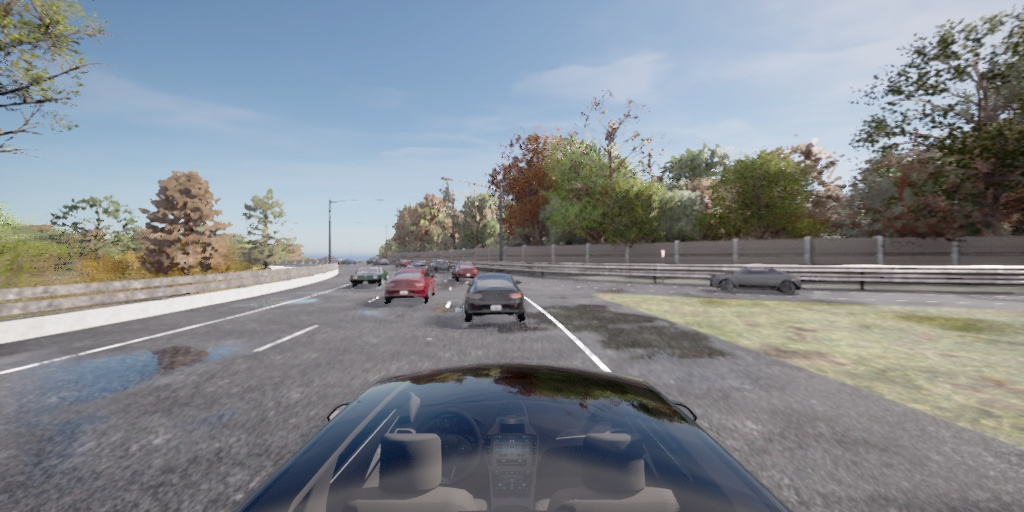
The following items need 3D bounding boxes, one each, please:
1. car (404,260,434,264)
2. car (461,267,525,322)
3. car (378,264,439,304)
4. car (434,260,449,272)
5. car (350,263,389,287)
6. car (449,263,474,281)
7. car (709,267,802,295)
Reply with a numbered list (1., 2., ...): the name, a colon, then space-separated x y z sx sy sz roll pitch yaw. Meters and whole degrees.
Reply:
1. car: -9.578 1.287 36.722 2.128 1.511 4.902 0 0 -18
2. car: -0.630 1.281 12.307 1.812 1.442 4.674 0 0 -5
3. car: -4.603 1.297 16.558 1.812 1.442 4.674 0 0 -8
4. car: -9.212 1.288 45.505 2.128 1.511 4.902 0 0 -23
5. car: -9.771 1.393 24.898 1.895 1.301 4.718 0 0 -13
6. car: -3.951 1.299 29.962 1.812 1.442 4.674 0 0 -15
7. car: 13.119 1.270 19.556 4.181 1.385 1.994 0 0 28
